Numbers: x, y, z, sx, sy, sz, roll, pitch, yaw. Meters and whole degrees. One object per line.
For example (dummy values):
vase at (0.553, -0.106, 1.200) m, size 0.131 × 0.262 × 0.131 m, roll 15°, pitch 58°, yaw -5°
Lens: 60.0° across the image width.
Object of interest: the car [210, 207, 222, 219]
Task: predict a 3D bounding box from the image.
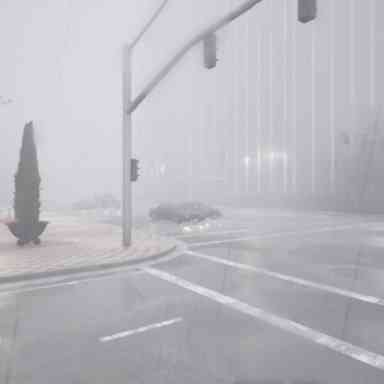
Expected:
car at (0.214, 1.533, 28.483) m, size 2.033 × 1.411 × 5.357 m, roll 0°, pitch 0°, yaw -36°

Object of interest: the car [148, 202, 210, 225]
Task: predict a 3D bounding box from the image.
car at (-1.295, 1.536, 24.601) m, size 2.033 × 1.411 × 5.357 m, roll 0°, pitch 0°, yaw -36°

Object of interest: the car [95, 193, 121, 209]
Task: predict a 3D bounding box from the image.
car at (-11.501, 1.206, 44.695) m, size 2.150 × 2.045 × 5.566 m, roll 0°, pitch 0°, yaw -36°

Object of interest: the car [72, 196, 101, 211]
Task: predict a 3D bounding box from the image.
car at (-13.345, 1.552, 41.271) m, size 1.994 × 1.385 × 4.181 m, roll 0°, pitch 0°, yaw -36°
